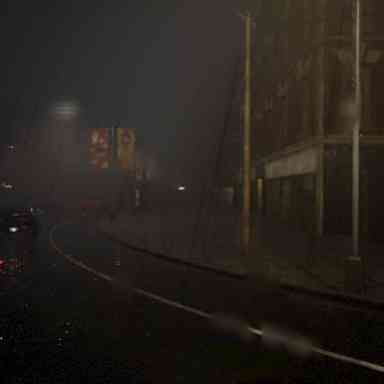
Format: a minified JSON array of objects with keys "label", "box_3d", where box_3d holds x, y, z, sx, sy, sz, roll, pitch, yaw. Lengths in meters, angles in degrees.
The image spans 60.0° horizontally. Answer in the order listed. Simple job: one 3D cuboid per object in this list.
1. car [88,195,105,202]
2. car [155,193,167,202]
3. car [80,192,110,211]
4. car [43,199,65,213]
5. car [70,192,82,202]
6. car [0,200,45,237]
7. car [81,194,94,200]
[{"label":"car","box_3d":[-18.590,1.299,65.026,1.895,1.301,4.718,1,0,-1]},{"label":"car","box_3d":[-8.874,1.220,92.717,2.231,1.521,4.892,1,0,9]},{"label":"car","box_3d":[-11.048,1.178,38.792,2.097,1.767,4.553,1,0,-1]},{"label":"car","box_3d":[-14.470,1.406,33.590,1.895,1.301,4.718,1,0,-1]},{"label":"car","box_3d":[-22.086,1.208,64.973,2.033,1.411,5.357,1,0,-1]},{"label":"car","box_3d":[-8.810,1.394,17.038,1.837,1.490,4.892,0,0,-21]},{"label":"car","box_3d":[-25.433,1.207,81.235,1.895,1.301,4.718,1,0,-1]}]
